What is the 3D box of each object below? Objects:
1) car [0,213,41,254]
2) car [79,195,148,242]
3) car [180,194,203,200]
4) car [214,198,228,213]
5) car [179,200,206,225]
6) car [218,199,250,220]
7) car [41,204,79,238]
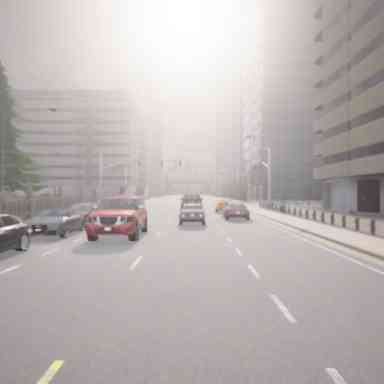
[{"bbox_3d":[-7.103,1.493,10.962,1.837,1.490,4.892,0,0,0],"label":"car"},{"bbox_3d":[-3.517,1.197,16.660,2.150,2.045,5.566,0,0,0],"label":"car"},{"bbox_3d":[-0.026,1.170,33.825,2.150,2.045,5.566,0,0,0],"label":"car"},{"bbox_3d":[3.501,1.420,36.556,1.882,1.535,5.008,0,0,1],"label":"car"},{"bbox_3d":[0.027,1.511,23.576,2.033,1.411,5.357,0,0,0],"label":"car"},{"bbox_3d":[3.547,1.520,27.473,1.994,1.385,4.181,0,0,1],"label":"car"},{"bbox_3d":[-7.014,1.541,17.202,1.994,1.385,4.181,0,0,0],"label":"car"}]
